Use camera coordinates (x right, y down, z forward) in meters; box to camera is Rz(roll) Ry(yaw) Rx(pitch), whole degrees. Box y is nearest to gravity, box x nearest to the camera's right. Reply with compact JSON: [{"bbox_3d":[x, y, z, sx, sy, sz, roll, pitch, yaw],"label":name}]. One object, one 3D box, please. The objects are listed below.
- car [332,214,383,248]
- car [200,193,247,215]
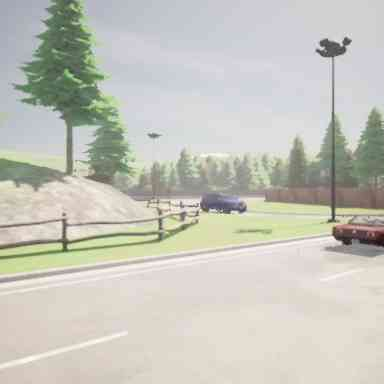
[{"bbox_3d":[7.906,1.541,13.694,4.718,1.301,1.895,0,0,-35],"label":"car"},{"bbox_3d":[3.093,1.130,33.777,2.150,2.045,5.566,-1,0,-35],"label":"car"}]
